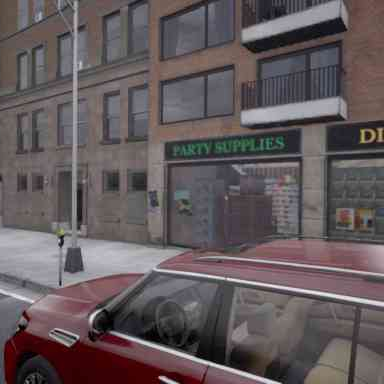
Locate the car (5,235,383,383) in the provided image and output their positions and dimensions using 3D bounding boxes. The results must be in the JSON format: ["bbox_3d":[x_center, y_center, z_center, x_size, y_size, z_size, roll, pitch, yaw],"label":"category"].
[{"bbox_3d":[0.547,1.315,2.676,5.009,1.841,2.192,0,1,35],"label":"car"}]
